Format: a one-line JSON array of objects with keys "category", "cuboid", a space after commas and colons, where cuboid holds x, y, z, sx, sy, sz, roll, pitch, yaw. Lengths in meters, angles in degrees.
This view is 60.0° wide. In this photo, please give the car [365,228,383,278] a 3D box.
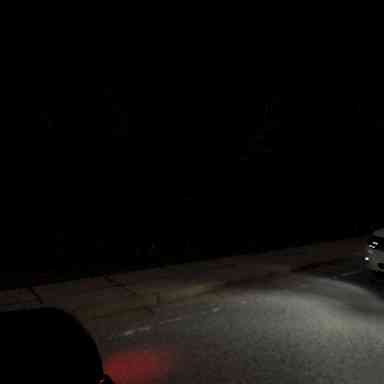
[{"category": "car", "cuboid": [6.920, 1.204, 8.913, 5.566, 2.045, 2.150, -1, 0, -36]}]

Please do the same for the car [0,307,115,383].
[{"category": "car", "cuboid": [-3.123, 1.550, 1.764, 5.357, 1.411, 2.033, 0, 0, -35]}]
